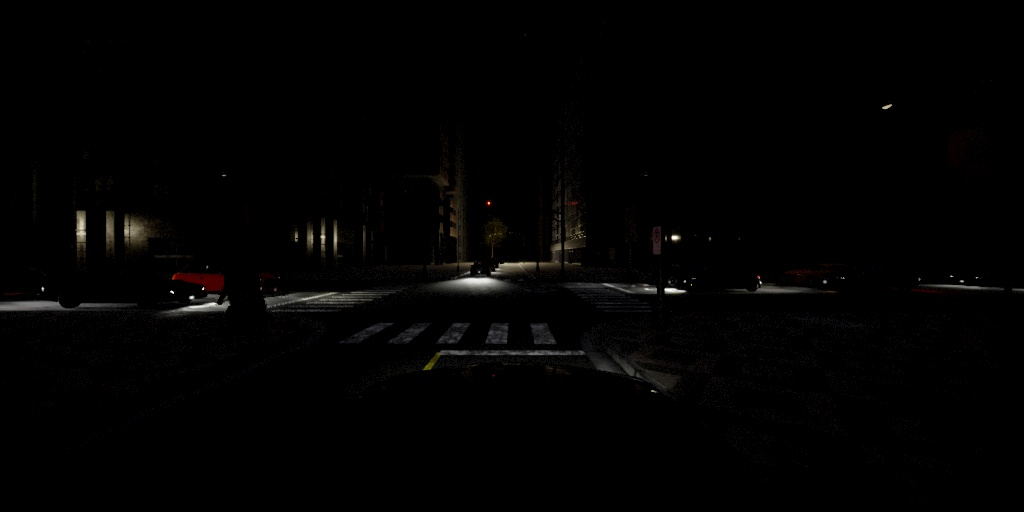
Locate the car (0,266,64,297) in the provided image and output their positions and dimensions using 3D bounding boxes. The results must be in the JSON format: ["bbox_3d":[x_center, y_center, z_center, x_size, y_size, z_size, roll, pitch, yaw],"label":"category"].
[{"bbox_3d":[-23.118,1.227,17.821,4.902,1.511,2.128,0,0,0],"label":"car"}]

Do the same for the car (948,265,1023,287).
[{"bbox_3d":[33.155,1.329,24.278,5.357,1.411,2.033,0,0,0],"label":"car"}]

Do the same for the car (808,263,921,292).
[{"bbox_3d":[20.880,1.262,21.087,4.902,1.511,2.128,0,0,0],"label":"car"}]

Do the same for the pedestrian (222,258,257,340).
[{"bbox_3d":[-5.970,0.892,7.859,0.375,1.860,0.375,0,0,0],"label":"pedestrian"}]

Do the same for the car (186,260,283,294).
[{"bbox_3d":[-13.977,1.092,17.784,4.553,1.767,2.097,0,0,0],"label":"car"}]

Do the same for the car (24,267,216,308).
[{"bbox_3d":[-15.635,1.292,14.540,5.357,1.411,2.033,0,0,0],"label":"car"}]

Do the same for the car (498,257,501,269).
[{"bbox_3d":[-3.114,1.311,56.472,1.994,1.385,4.181,0,0,0],"label":"car"}]

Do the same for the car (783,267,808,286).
[{"bbox_3d":[21.230,1.242,24.335,5.008,1.535,1.882,0,0,0],"label":"car"}]

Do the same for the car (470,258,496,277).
[{"bbox_3d":[-3.085,1.239,36.106,2.128,1.511,4.902,0,0,0],"label":"car"}]

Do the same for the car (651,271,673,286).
[{"bbox_3d":[12.095,1.354,24.377,4.718,1.301,1.895,0,0,3],"label":"car"}]

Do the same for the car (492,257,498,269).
[{"bbox_3d":[-3.103,1.251,46.060,1.837,1.490,4.892,0,0,0],"label":"car"}]

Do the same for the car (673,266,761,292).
[{"bbox_3d":[12.184,1.323,21.125,4.181,1.385,1.994,0,0,0],"label":"car"}]
